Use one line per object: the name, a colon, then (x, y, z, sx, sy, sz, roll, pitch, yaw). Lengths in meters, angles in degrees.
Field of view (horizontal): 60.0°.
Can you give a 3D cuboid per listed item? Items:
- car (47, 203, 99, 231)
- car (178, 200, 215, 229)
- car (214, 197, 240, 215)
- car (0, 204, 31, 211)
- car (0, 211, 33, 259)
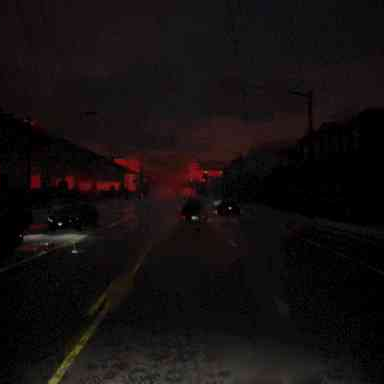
car: (-7.004, 1.455, 20.069, 1.837, 1.490, 4.892, 0, 0, 0)
car: (0.096, 1.496, 21.117, 2.033, 1.411, 5.357, 0, 0, 0)
car: (3.549, 1.484, 32.926, 1.994, 1.385, 4.181, 0, 0, 0)
car: (-10.504, 1.447, 18.108, 2.128, 1.511, 4.902, 0, 0, 0)
car: (-7.014, 1.523, 9.728, 2.033, 1.411, 5.357, 0, 0, 0)
